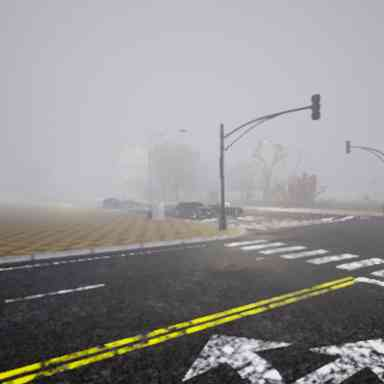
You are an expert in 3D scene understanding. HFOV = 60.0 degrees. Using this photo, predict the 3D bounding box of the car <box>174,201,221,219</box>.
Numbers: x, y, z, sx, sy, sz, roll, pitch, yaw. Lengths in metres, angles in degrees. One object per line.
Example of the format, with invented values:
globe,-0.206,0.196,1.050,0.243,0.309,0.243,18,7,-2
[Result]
car,0.134,1.578,29.927,1.837,1.490,4.892,-1,1,-33

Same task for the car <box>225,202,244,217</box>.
car,2.794,1.621,31.800,1.895,1.301,4.718,-1,1,-33

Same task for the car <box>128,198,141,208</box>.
car,-9.520,1.640,50.815,1.895,1.301,4.718,-1,1,-33

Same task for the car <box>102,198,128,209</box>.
car,-11.458,1.569,47.817,1.882,1.535,5.008,-1,1,-33
